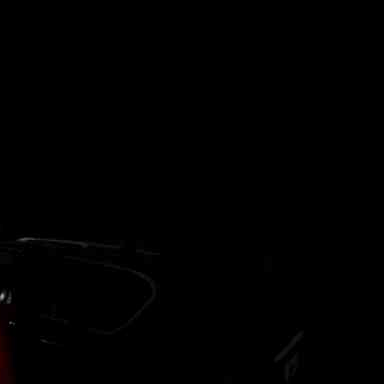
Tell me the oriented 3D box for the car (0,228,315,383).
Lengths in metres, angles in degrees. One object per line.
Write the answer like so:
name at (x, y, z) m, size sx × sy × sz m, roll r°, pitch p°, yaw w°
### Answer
car at (-1.244, 1.347, 3.744) m, size 5.009 × 1.841 × 2.192 m, roll -1°, pitch -1°, yaw 35°
